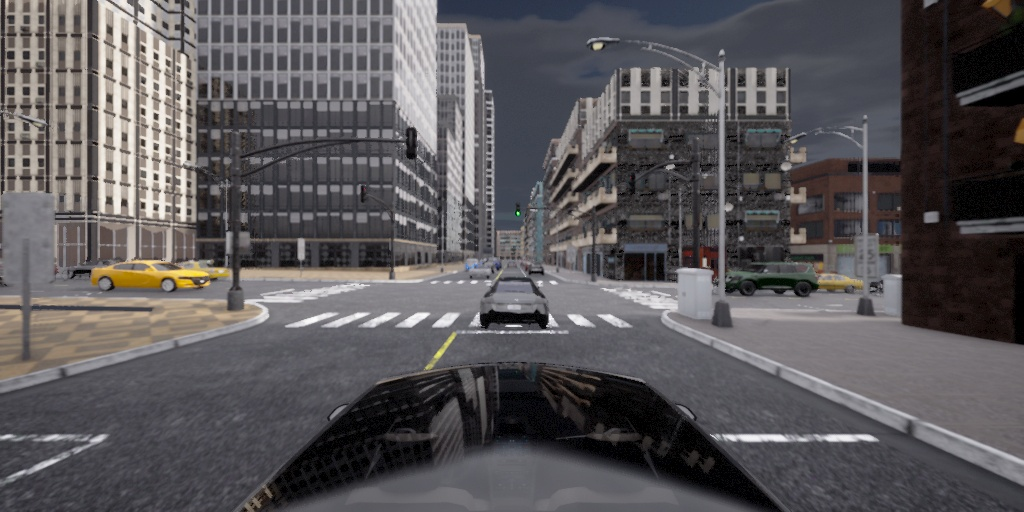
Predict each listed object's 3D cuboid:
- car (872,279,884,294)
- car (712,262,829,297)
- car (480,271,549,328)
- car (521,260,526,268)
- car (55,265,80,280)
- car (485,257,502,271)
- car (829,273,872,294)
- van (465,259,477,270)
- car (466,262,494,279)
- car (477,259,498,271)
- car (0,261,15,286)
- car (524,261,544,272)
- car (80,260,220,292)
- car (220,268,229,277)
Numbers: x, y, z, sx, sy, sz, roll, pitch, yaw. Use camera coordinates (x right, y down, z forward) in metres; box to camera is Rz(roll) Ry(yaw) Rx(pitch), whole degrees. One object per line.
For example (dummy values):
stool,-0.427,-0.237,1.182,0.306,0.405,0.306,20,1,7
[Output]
car,25.552,1.834,22.151,4.902,1.511,2.128,1,0,-1
car,15.585,1.376,22.042,5.566,2.045,2.150,1,0,-1
car,0.078,1.365,11.648,1.994,1.385,4.181,1,0,0
car,2.700,1.509,50.812,1.888,1.381,4.507,0,0,0
car,-27.484,0.911,24.158,4.313,1.339,1.948,0,0,-1
car,-3.061,1.209,55.908,2.150,2.045,5.566,0,0,0
car,21.370,1.795,24.696,4.829,1.417,1.751,0,0,-1
van,-5.680,1.305,50.813,1.690,1.789,3.998,0,0,0
car,-3.093,1.497,35.443,1.895,1.301,4.718,0,0,0
car,-3.086,1.445,45.433,1.837,1.490,4.892,0,0,0
car,-28.389,0.826,18.358,4.892,1.490,1.837,1,0,-1
car,2.699,1.485,40.846,1.948,1.339,4.313,0,0,0
car,-18.463,0.985,18.468,5.008,1.535,1.882,1,0,0
car,-22.040,0.976,24.306,4.829,1.417,1.751,0,0,-1
